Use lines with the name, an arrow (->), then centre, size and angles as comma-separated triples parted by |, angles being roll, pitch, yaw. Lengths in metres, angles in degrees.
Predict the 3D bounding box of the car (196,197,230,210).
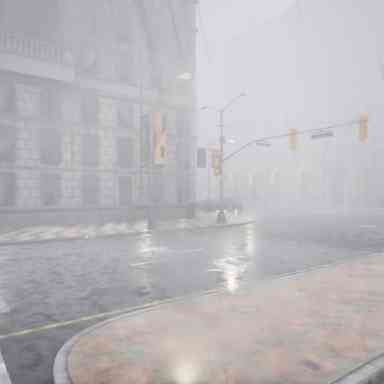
car -> 2.326, 1.564, 42.245 | 1.994, 1.385, 4.181 | 0, 0, -36

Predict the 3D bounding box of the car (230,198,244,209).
car -> 4.887, 1.505, 44.678 | 1.837, 1.490, 4.892 | 0, 0, -36

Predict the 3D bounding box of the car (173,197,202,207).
car -> -0.798, 1.547, 52.624 | 2.033, 1.411, 5.357 | 0, 0, -35
